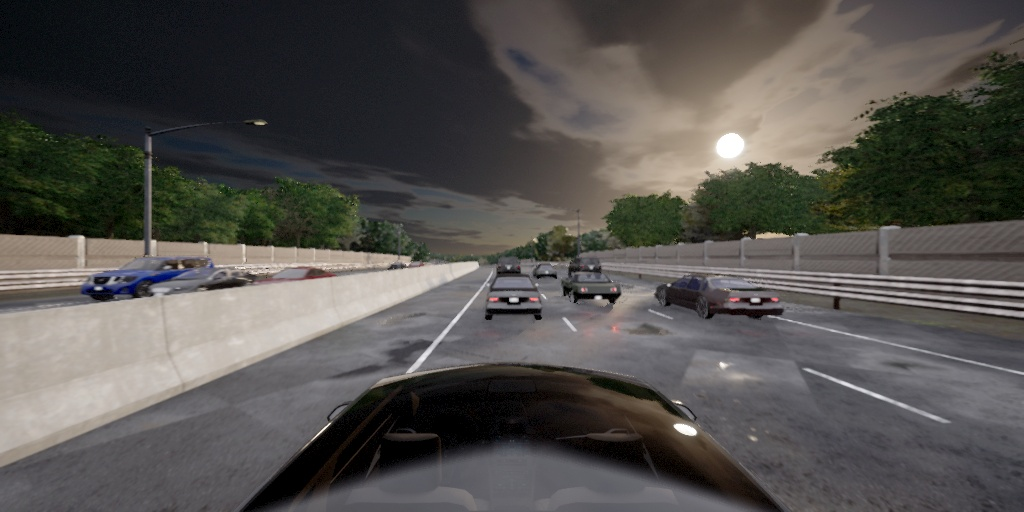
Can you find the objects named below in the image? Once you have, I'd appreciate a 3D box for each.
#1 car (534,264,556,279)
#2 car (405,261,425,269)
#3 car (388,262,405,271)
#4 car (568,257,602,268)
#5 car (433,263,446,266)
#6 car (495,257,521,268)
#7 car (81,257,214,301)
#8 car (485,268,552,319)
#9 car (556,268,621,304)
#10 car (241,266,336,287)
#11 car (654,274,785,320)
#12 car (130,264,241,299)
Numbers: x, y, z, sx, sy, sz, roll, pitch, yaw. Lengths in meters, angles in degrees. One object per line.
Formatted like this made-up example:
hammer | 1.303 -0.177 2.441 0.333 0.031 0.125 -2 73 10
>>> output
car | 3.106 1.449 34.533 1.994 1.385 4.181 0 0 -2
car | -15.470 1.624 58.460 1.882 1.535 5.008 0 -1 -2
car | -19.035 1.721 60.048 2.033 1.411 5.357 0 -1 -2
car | 6.653 1.100 33.097 2.150 2.045 5.566 0 0 -2
car | -12.060 1.776 60.540 1.895 1.301 4.718 0 -1 -2
car | -0.349 1.101 33.043 2.150 2.045 5.566 0 0 -2
car | -17.736 1.045 18.100 2.150 2.045 5.566 0 0 -1
car | 0.028 1.344 12.985 2.033 1.411 5.357 0 0 -1
car | 3.481 1.412 16.791 1.895 1.301 4.718 0 0 -1
car | -10.738 1.298 18.070 1.882 1.535 5.008 0 0 -1
car | 7.029 1.342 12.901 2.033 1.411 5.357 0 0 -1
car | -14.222 1.308 16.876 2.128 1.511 4.902 0 0 -1
